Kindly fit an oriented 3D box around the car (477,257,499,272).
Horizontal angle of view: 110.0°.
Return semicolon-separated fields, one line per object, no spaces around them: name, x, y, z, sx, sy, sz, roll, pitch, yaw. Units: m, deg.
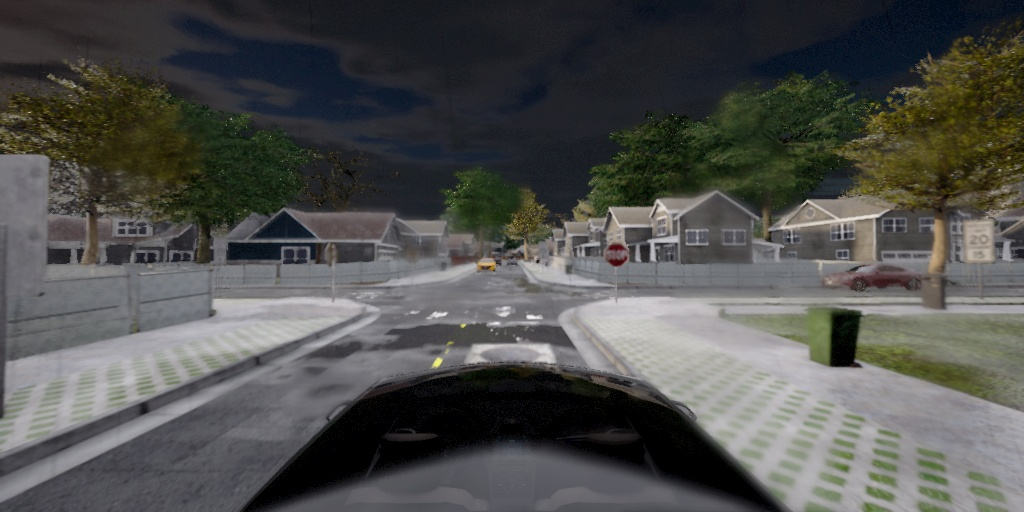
car;-2.816;0.991;40.675;1.882;1.535;5.008;0;0;0

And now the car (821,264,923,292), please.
car;19.641;1.166;19.535;4.674;1.442;1.812;0;-1;0

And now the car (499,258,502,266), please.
car;-2.728;0.939;61.833;2.033;1.411;5.357;0;0;0

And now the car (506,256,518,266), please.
car;0.024;0.948;60.388;2.033;1.411;5.357;0;0;0
